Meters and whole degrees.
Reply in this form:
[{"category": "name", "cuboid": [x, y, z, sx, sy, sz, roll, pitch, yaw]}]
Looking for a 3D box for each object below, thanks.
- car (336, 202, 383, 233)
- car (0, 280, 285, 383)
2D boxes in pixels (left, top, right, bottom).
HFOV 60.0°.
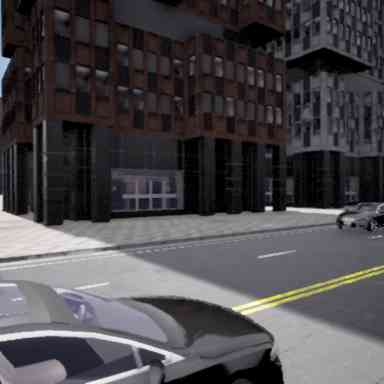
[{"category": "car", "cuboid": [10.160, 1.357, 18.915, 4.902, 1.511, 2.128, 0, 0, -35]}, {"category": "car", "cuboid": [-1.355, 1.490, 2.472, 4.902, 1.511, 2.128, 0, 0, -36]}]
